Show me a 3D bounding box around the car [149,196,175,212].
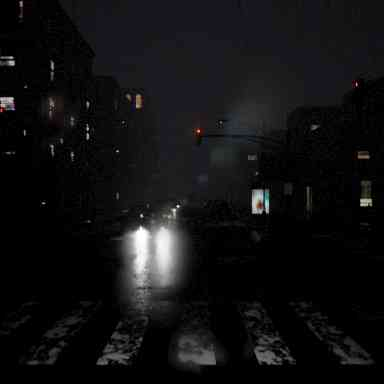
[{"bbox_3d":[-3.165,1.484,35.990,1.882,1.535,5.008,0,0,0],"label":"car"}]

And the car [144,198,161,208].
[{"bbox_3d":[-5.784,1.568,48.895,2.008,1.369,4.403,0,0,0],"label":"car"}]

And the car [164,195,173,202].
[{"bbox_3d":[-5.846,1.587,82.904,1.752,1.417,4.829,-1,0,0],"label":"car"}]

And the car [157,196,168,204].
[{"bbox_3d":[-5.814,1.561,65.815,1.752,1.417,4.829,0,0,0],"label":"car"}]

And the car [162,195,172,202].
[{"bbox_3d":[-5.837,1.493,77.377,1.967,1.590,4.097,0,0,0],"label":"car"}]

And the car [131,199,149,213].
[{"bbox_3d":[-5.763,1.559,37.501,2.008,1.369,4.403,0,0,0],"label":"car"}]

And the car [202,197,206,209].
[{"bbox_3d":[2.607,1.594,43.225,1.802,1.307,4.206,0,0,0],"label":"car"}]

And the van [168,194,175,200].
[{"bbox_3d":[-5.868,1.424,94.468,1.690,1.788,3.998,-1,0,0],"label":"van"}]

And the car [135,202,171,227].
[{"bbox_3d":[-2.681,1.587,22.940,1.895,1.301,4.718,0,-1,-7],"label":"car"}]

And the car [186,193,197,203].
[{"bbox_3d":[-0.037,1.265,70.640,2.150,2.045,5.566,0,0,0],"label":"car"}]

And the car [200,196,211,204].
[{"bbox_3d":[2.566,1.587,66.012,2.008,1.369,4.403,-1,0,0],"label":"car"}]

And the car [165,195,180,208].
[{"bbox_3d":[-3.182,1.523,48.633,1.837,1.490,4.892,0,0,0],"label":"car"}]

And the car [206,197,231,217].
[{"bbox_3d":[2.627,1.444,31.832,1.967,1.590,4.097,0,0,0],"label":"car"}]

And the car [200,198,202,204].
[{"bbox_3d":[2.597,1.568,48.922,2.008,1.369,4.403,0,0,0],"label":"car"}]
